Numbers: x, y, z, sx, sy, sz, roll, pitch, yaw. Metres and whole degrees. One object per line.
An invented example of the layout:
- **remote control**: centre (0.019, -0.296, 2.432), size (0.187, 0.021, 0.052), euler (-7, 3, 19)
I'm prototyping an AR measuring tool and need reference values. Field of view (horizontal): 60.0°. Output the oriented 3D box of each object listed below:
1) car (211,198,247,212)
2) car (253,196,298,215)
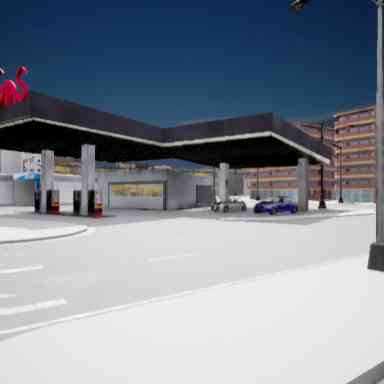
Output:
- **car**: centre (3.932, 1.400, 35.484), size (3.806, 1.475, 1.970), euler (0, 0, -35)
- **car**: centre (7.889, 1.240, 31.250), size (4.611, 1.667, 2.242), euler (0, 0, -35)
